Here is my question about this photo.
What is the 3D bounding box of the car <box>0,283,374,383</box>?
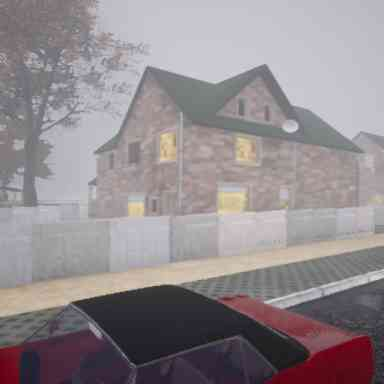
[{"bbox_3d":[-0.631,1.606,2.619,4.718,1.301,1.895,0,0,-35],"label":"car"}]
